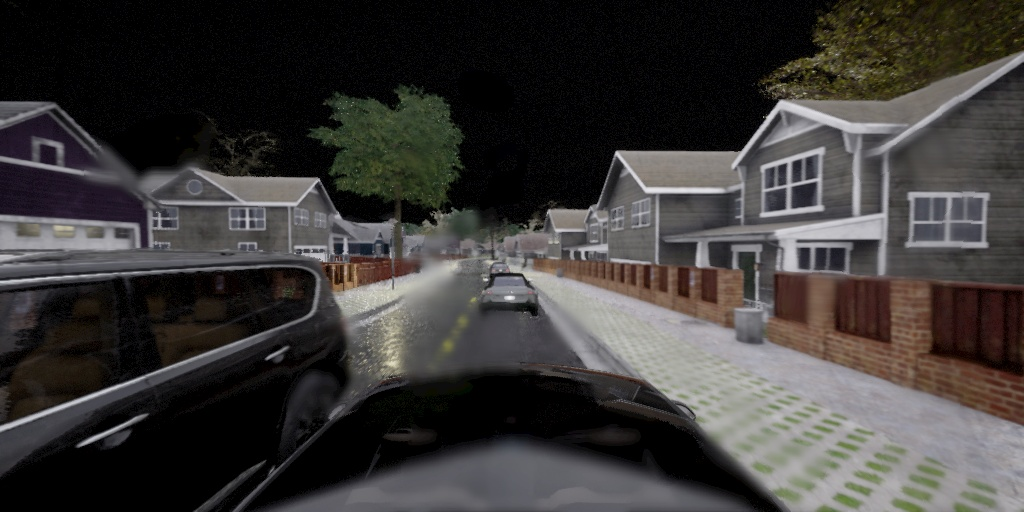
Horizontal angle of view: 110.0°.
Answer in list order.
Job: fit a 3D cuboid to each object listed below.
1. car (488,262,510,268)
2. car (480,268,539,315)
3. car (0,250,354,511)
[{"bbox_3d":[-1.156,1.291,32.792,2.033,1.411,5.357,0,0,-5],"label":"car"},{"bbox_3d":[-0.132,1.310,13.484,1.994,1.385,4.181,0,0,-2],"label":"car"},{"bbox_3d":[-2.800,0.974,1.694,2.150,2.045,5.566,0,0,0],"label":"car"}]
